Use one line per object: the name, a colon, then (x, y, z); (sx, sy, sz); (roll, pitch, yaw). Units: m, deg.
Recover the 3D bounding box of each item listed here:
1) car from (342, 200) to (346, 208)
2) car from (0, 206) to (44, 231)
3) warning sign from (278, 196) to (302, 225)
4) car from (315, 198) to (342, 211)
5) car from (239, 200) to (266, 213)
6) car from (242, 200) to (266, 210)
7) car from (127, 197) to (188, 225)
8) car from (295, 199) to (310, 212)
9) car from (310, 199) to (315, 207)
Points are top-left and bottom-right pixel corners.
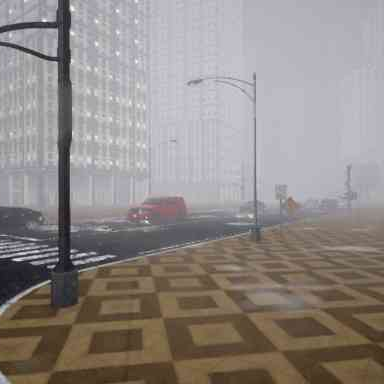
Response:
car: (24.402, 1.965, 55.237); (1.895, 1.301, 4.718); (0, 0, 30)
car: (-11.219, 1.611, 19.465); (1.837, 1.490, 4.892); (0, -1, 37)
warning sign: (6.783, 1.251, 22.979); (1.300, 1.860, 1.060); (0, 0, 34)
car: (19.244, 1.663, 46.754); (2.097, 1.767, 4.553); (0, 0, 32)
car: (7.491, 1.750, 40.853); (1.882, 1.535, 5.008); (0, 0, 34)
car: (9.310, 1.938, 49.456); (1.895, 1.301, 4.718); (0, -1, 33)
car: (-2.547, 1.382, 26.082); (2.150, 2.045, 5.566); (0, -1, 34)
car: (13.860, 1.898, 44.380); (1.895, 1.301, 4.718); (0, -1, 33)
car: (19.081, 1.831, 52.776); (1.882, 1.535, 5.008); (0, 0, 31)
